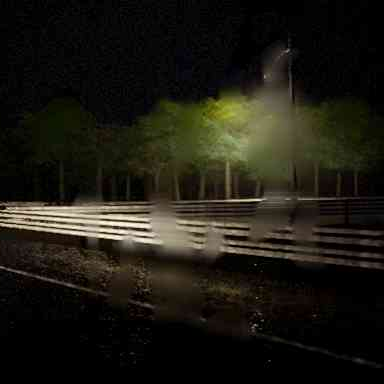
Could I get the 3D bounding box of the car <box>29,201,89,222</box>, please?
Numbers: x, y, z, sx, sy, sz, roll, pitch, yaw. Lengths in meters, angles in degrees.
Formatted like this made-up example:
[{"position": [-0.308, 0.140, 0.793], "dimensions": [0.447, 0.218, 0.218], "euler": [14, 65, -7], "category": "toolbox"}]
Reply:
[{"position": [-10.516, 1.481, 25.858], "dimensions": [4.892, 1.490, 1.837], "euler": [-1, 0, 10], "category": "car"}]
